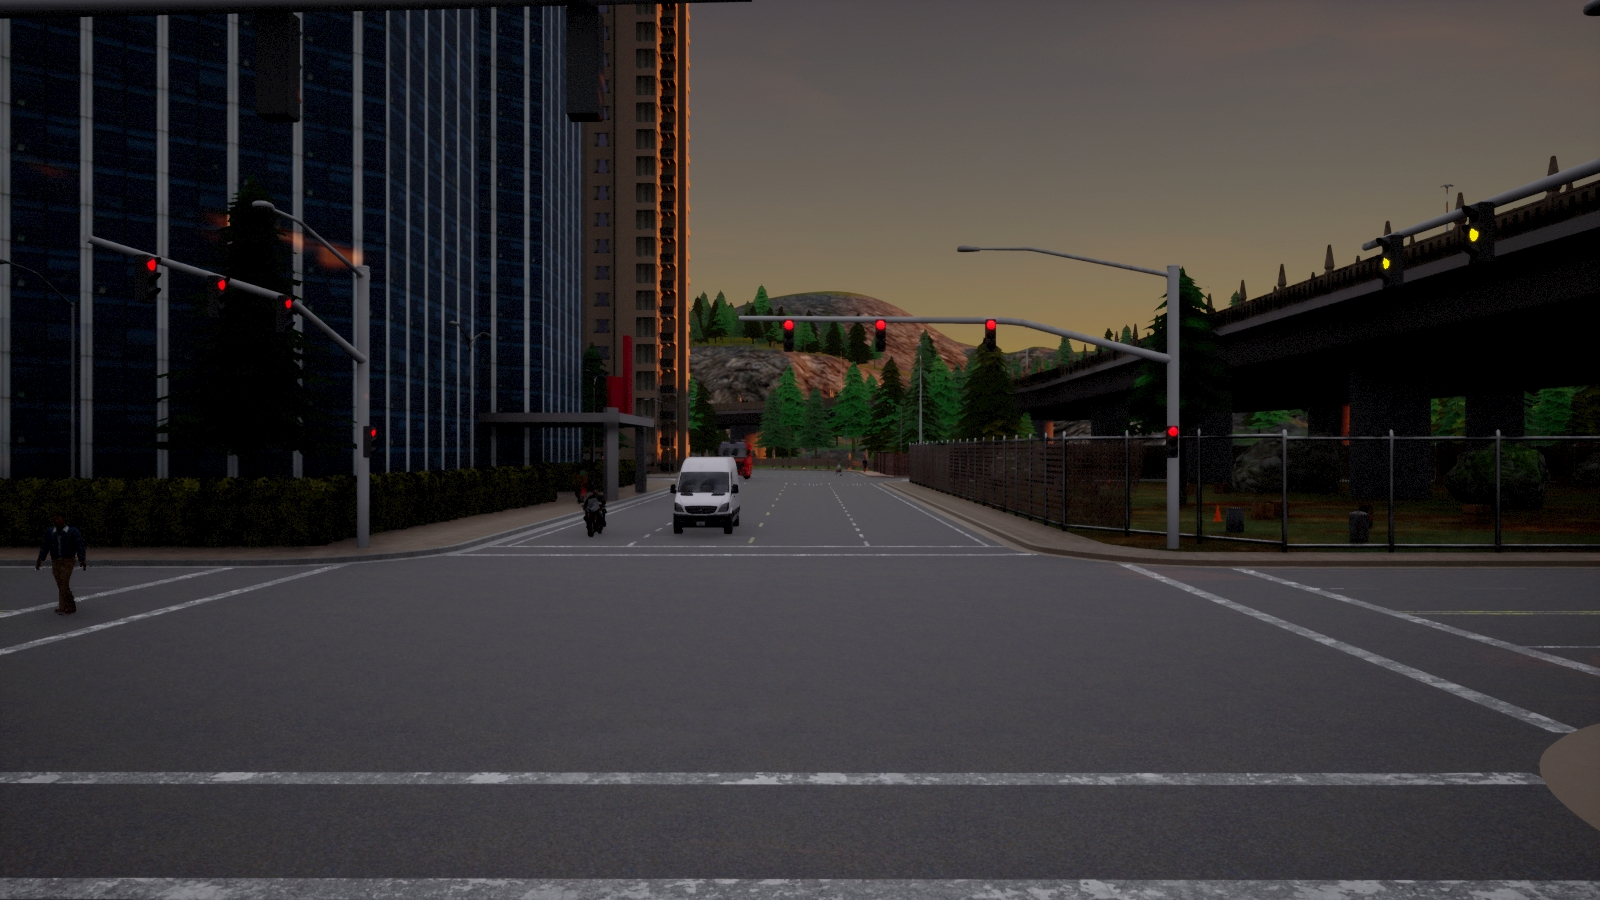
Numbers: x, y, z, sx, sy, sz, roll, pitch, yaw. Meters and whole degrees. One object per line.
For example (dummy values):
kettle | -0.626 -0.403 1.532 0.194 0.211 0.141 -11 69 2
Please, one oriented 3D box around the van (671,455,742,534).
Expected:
van | -3.226 1.479 40.346 1.988 2.561 5.915 0 0 0

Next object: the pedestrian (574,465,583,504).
pedestrian | -10.605 1.642 54.662 0.375 1.860 0.375 0 0 -1

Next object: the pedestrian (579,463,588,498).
pedestrian | -11.663 1.641 61.561 0.375 1.860 0.375 0 0 -1

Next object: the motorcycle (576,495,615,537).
motorcycle | -6.735 2.150 37.693 0.867 1.251 2.209 0 0 0

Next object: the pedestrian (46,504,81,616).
pedestrian | -12.473 1.848 19.362 0.375 1.860 0.375 0 0 -8
